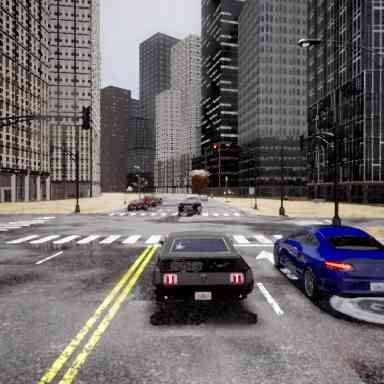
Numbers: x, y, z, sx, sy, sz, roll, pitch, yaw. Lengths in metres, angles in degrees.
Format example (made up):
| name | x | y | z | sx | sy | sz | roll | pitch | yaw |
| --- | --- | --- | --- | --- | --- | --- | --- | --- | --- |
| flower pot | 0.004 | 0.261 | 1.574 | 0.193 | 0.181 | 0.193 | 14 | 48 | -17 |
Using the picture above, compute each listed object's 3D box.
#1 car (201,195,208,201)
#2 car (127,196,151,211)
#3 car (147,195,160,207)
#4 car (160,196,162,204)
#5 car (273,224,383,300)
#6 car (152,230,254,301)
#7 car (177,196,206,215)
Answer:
| name | x | y | z | sx | sy | sz | roll | pitch | yaw |
| --- | --- | --- | --- | --- | --- | --- | --- | --- | --- |
| car | 2.827 | 1.397 | 80.534 | 1.812 | 1.442 | 4.674 | 0 | 0 | -4 |
| car | -6.533 | 1.530 | 40.329 | 1.994 | 1.385 | 4.181 | 0 | 0 | 0 |
| car | -6.516 | 1.299 | 50.577 | 2.097 | 1.767 | 4.553 | 0 | 0 | 0 |
| car | -6.498 | 1.416 | 60.868 | 2.128 | 1.511 | 4.902 | 0 | 0 | 0 |
| car | 3.354 | 1.523 | 8.232 | 1.812 | 1.442 | 4.674 | 0 | 0 | 1 |
| car | 0.112 | 1.598 | 8.264 | 1.895 | 1.301 | 4.718 | 0 | 0 | -3 |
| car | -0.194 | 1.469 | 33.555 | 2.128 | 1.511 | 4.902 | 0 | 0 | 10 |
